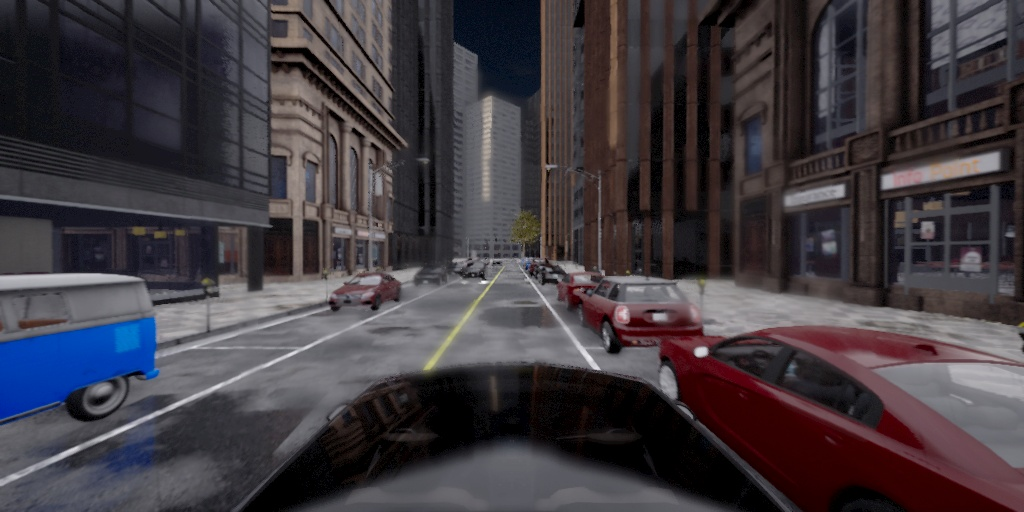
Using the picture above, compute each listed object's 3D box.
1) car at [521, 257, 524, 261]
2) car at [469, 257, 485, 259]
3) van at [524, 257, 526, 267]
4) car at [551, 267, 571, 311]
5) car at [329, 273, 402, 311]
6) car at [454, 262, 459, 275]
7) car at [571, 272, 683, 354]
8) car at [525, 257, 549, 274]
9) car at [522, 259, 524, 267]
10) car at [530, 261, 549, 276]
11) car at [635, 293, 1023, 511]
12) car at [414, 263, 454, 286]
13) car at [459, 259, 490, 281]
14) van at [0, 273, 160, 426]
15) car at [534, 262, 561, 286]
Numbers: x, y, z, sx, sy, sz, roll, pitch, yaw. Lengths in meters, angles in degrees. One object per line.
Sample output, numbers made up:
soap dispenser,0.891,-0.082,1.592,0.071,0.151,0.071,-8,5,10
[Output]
car,2.853,1.305,65.249,1.751,1.417,4.829,0,0,0
car,-5.672,1.094,53.828,2.192,1.841,5.009,0,0,0
van,2.854,1.119,48.206,1.690,1.789,3.998,0,0,0
car,2.856,1.307,14.459,1.888,1.381,4.507,0,0,0
car,-5.670,1.344,14.455,1.802,1.307,4.207,0,0,0
car,-5.671,1.340,36.954,1.948,1.339,4.313,0,0,0
car,2.856,1.197,8.834,1.967,1.591,4.097,0,0,0
car,2.854,1.089,36.957,2.192,1.841,5.009,0,0,0
car,2.854,1.361,53.830,1.802,1.307,4.207,0,0,0
car,2.855,1.338,31.332,1.948,1.339,4.313,0,0,0
car,2.856,1.297,3.210,1.888,1.381,4.507,0,0,0
car,-5.671,1.335,25.705,1.948,1.339,4.313,0,0,0
car,-3.099,1.277,30.873,1.837,1.490,4.892,0,0,0
van,-5.670,1.092,3.206,1.690,1.789,3.998,0,0,0
car,2.855,1.335,25.709,1.948,1.339,4.313,0,0,0
